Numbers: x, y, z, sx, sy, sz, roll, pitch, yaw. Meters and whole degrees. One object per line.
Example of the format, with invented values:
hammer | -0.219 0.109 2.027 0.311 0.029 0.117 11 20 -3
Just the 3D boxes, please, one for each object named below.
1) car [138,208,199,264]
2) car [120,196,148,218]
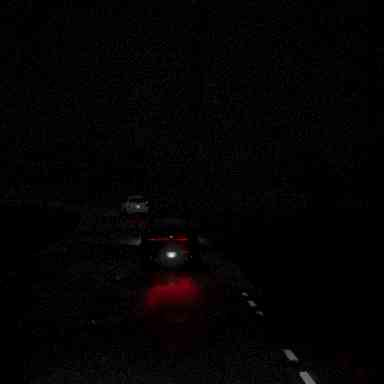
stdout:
car | -0.884 1.583 12.187 1.837 1.490 4.892 0 0 -7
car | -5.908 1.452 33.598 2.150 2.045 5.566 0 -1 -19
